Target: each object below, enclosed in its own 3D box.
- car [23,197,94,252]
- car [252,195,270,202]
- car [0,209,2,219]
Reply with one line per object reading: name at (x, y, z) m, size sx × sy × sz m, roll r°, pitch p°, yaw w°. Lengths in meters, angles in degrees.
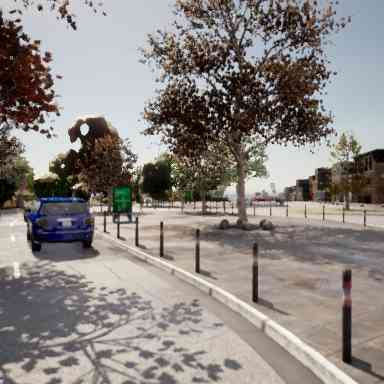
car at (-5.754, 1.238, 14.198) m, size 2.150 × 2.045 × 5.566 m, roll 0°, pitch 0°, yaw -29°
car at (19.492, 1.926, 92.959) m, size 4.553 × 1.767 × 2.185 m, roll 0°, pitch -1°, yaw 8°
car at (-15.914, 1.651, 25.813) m, size 1.895 × 1.301 × 4.718 m, roll 0°, pitch 0°, yaw -28°
